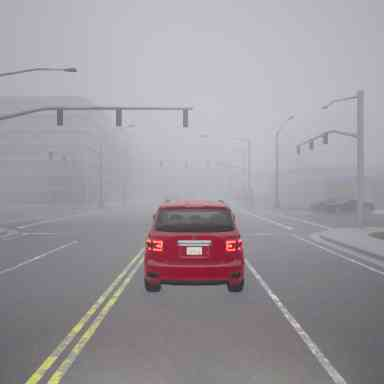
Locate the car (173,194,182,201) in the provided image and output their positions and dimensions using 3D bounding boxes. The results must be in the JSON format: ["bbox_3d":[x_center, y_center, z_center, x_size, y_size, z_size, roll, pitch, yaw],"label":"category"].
[{"bbox_3d":[-3.640,1.355,83.682,2.097,1.767,4.553,0,0,0],"label":"car"}]

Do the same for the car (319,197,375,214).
[{"bbox_3d":[16.553,1.478,35.091,5.008,1.535,1.882,0,0,0],"label":"car"}]

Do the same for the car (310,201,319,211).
[{"bbox_3d":[16.094,1.352,38.598,4.553,1.767,2.097,0,0,0],"label":"car"}]

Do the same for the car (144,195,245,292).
[{"bbox_3d":[0.057,1.221,9.054,2.150,2.045,5.566,0,0,0],"label":"car"}]

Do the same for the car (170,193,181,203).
[{"bbox_3d":[-3.623,1.225,73.716,2.150,2.045,5.566,0,0,0],"label":"car"}]

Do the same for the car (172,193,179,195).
[{"bbox_3d":[-3.672,1.351,54.396,2.097,1.767,4.553,0,0,0],"label":"car"}]
